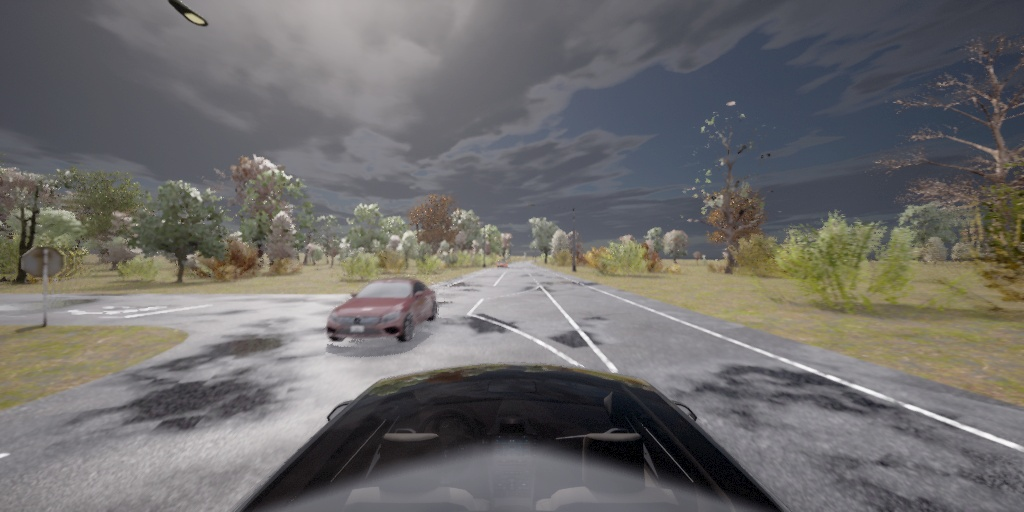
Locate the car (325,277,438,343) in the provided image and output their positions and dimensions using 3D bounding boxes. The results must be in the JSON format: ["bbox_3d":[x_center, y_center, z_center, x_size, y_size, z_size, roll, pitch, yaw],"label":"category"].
[{"bbox_3d":[-3.367,1.360,10.199,1.812,1.442,4.674,0,0,1],"label":"car"}]
